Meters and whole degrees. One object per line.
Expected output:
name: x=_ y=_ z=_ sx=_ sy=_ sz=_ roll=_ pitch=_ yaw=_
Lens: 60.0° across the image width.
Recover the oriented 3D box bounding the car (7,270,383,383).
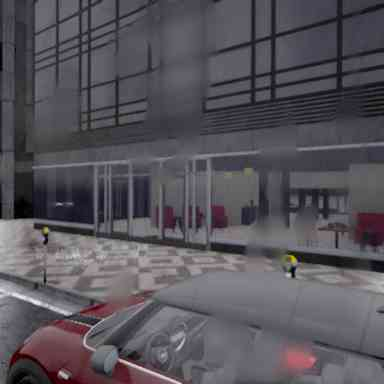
car: x=0.196 y=1.437 z=2.820 sx=4.097 sy=1.590 sz=1.967 roll=0 pitch=0 yaw=36
